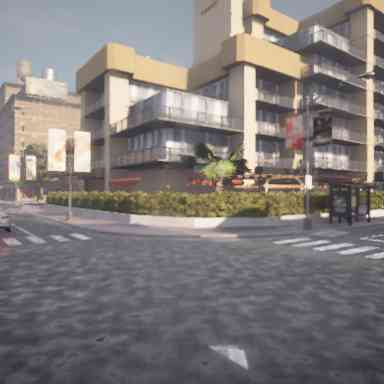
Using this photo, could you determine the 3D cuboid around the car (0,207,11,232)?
[{"bbox_3d":[-11.866,1.526,19.461,1.812,1.442,4.674,0,0,-36],"label":"car"}]
